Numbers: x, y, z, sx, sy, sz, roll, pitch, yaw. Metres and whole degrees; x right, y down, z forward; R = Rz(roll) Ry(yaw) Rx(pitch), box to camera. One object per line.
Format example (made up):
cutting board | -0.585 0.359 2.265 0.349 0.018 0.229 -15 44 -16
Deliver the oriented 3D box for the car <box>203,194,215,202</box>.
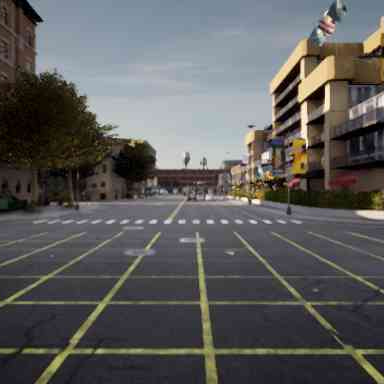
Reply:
car | 3.549 1.213 66.553 1.812 1.442 4.674 0 0 0

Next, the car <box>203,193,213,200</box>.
car | 3.556 1.065 76.113 2.033 1.411 5.357 0 0 0

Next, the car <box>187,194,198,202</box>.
car | 0.050 1.188 67.313 1.837 1.490 4.892 0 0 0
